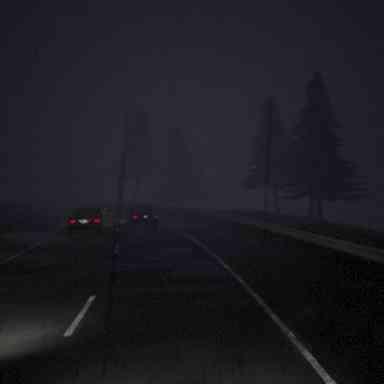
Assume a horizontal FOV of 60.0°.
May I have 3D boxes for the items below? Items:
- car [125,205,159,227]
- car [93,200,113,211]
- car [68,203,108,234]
[{"bbox_3d":[-3.564,1.584,23.047,2.033,1.411,5.357,0,0,-16],"label":"car"},{"bbox_3d":[-11.309,1.682,41.094,1.895,1.301,4.718,0,0,-29],"label":"car"},{"bbox_3d":[-6.221,1.589,19.760,2.033,1.411,5.357,0,0,-15],"label":"car"}]
